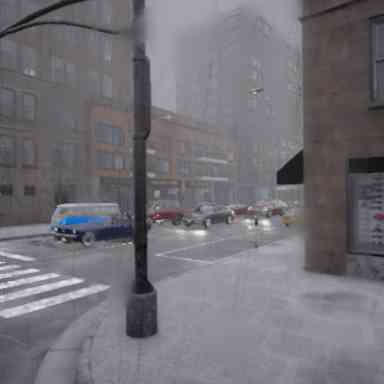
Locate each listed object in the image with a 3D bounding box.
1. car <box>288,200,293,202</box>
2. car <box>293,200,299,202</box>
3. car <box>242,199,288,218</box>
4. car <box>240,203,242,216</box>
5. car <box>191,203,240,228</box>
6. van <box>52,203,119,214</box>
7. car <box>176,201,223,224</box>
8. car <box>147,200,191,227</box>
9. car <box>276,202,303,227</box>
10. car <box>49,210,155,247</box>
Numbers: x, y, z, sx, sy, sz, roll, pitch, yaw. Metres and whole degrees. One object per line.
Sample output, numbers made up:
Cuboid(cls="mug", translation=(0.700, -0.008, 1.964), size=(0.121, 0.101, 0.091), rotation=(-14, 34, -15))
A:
Cuboid(cls="car", translation=(10.515, 1.720, 41.152), size=(1.752, 1.417, 4.829), rotation=(-1, -1, 36))
Cuboid(cls="car", translation=(13.920, 1.744, 45.805), size=(2.008, 1.369, 4.403), rotation=(-1, -1, 36))
Cuboid(cls="car", translation=(7.048, 1.514, 31.733), size=(2.097, 1.767, 4.553), rotation=(-1, -1, 36))
Cuboid(cls="car", translation=(4.007, 1.742, 32.257), size=(1.887, 1.381, 4.507), rotation=(-1, -1, 36))
Cuboid(cls="car", translation=(1.231, 1.669, 23.793), size=(1.837, 1.490, 4.892), rotation=(-1, 0, 36))
Cuboid(cls="van", translation=(-5.909, 1.541, 18.710), size=(1.690, 1.788, 3.998), rotation=(-1, -1, 36))
Cuboid(cls="car", translation=(0.701, 1.638, 27.742), size=(1.967, 1.590, 4.097), rotation=(-1, -1, 36))
Cuboid(cls="car", translation=(-2.605, 1.514, 23.227), size=(2.192, 1.841, 5.009), rotation=(-1, -1, 36))
Cuboid(cls="car", translation=(7.696, 1.618, 22.863), size=(1.752, 1.417, 4.829), rotation=(-1, -1, 36))
Cuboid(cls="car", translation=(-4.284, 1.767, 16.295), size=(1.895, 1.301, 4.718), rotation=(-1, -1, 37))
